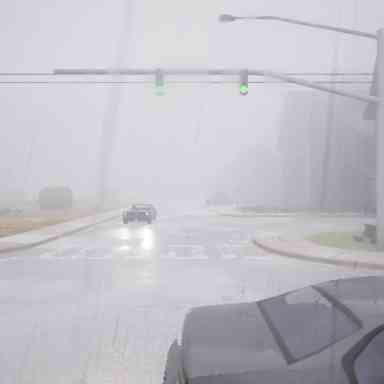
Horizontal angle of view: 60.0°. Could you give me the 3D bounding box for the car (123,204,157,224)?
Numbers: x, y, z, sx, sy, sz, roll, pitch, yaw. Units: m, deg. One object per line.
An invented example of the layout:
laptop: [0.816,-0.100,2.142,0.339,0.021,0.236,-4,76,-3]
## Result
car: [-3.679,1.526,23.975,1.895,1.301,4.718,0,0,0]

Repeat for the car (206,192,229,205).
car: [3.946,1.000,52.590,1.905,1.878,3.866,-8,4,-42]

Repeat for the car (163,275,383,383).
car: [2.420,1.556,3.021,5.357,1.411,2.033,0,0,1]
